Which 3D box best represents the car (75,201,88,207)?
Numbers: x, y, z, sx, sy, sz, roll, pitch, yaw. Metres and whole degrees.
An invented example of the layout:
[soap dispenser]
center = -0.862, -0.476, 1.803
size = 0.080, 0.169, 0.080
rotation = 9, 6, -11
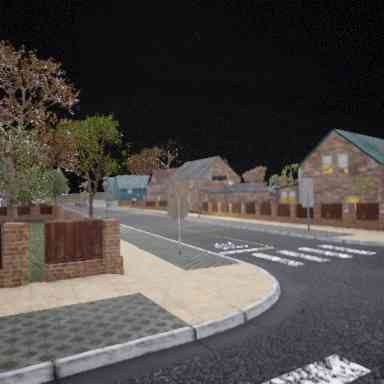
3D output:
[car]
center = -28.851, 3.116, 88.090
size = 2.033, 1.411, 5.357
rotation = -1, -1, -25
